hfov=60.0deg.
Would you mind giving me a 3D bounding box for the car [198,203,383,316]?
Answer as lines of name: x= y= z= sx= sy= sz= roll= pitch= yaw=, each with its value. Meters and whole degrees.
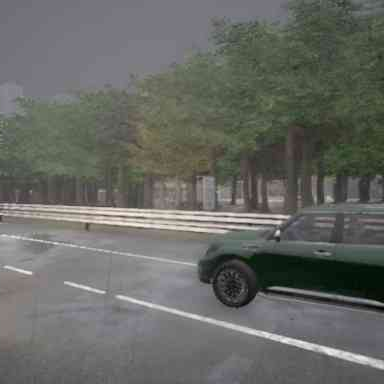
car: x=2.806 y=1.224 z=6.318 sx=5.566 sy=2.045 sz=2.150 roll=0 pitch=0 yaw=33
